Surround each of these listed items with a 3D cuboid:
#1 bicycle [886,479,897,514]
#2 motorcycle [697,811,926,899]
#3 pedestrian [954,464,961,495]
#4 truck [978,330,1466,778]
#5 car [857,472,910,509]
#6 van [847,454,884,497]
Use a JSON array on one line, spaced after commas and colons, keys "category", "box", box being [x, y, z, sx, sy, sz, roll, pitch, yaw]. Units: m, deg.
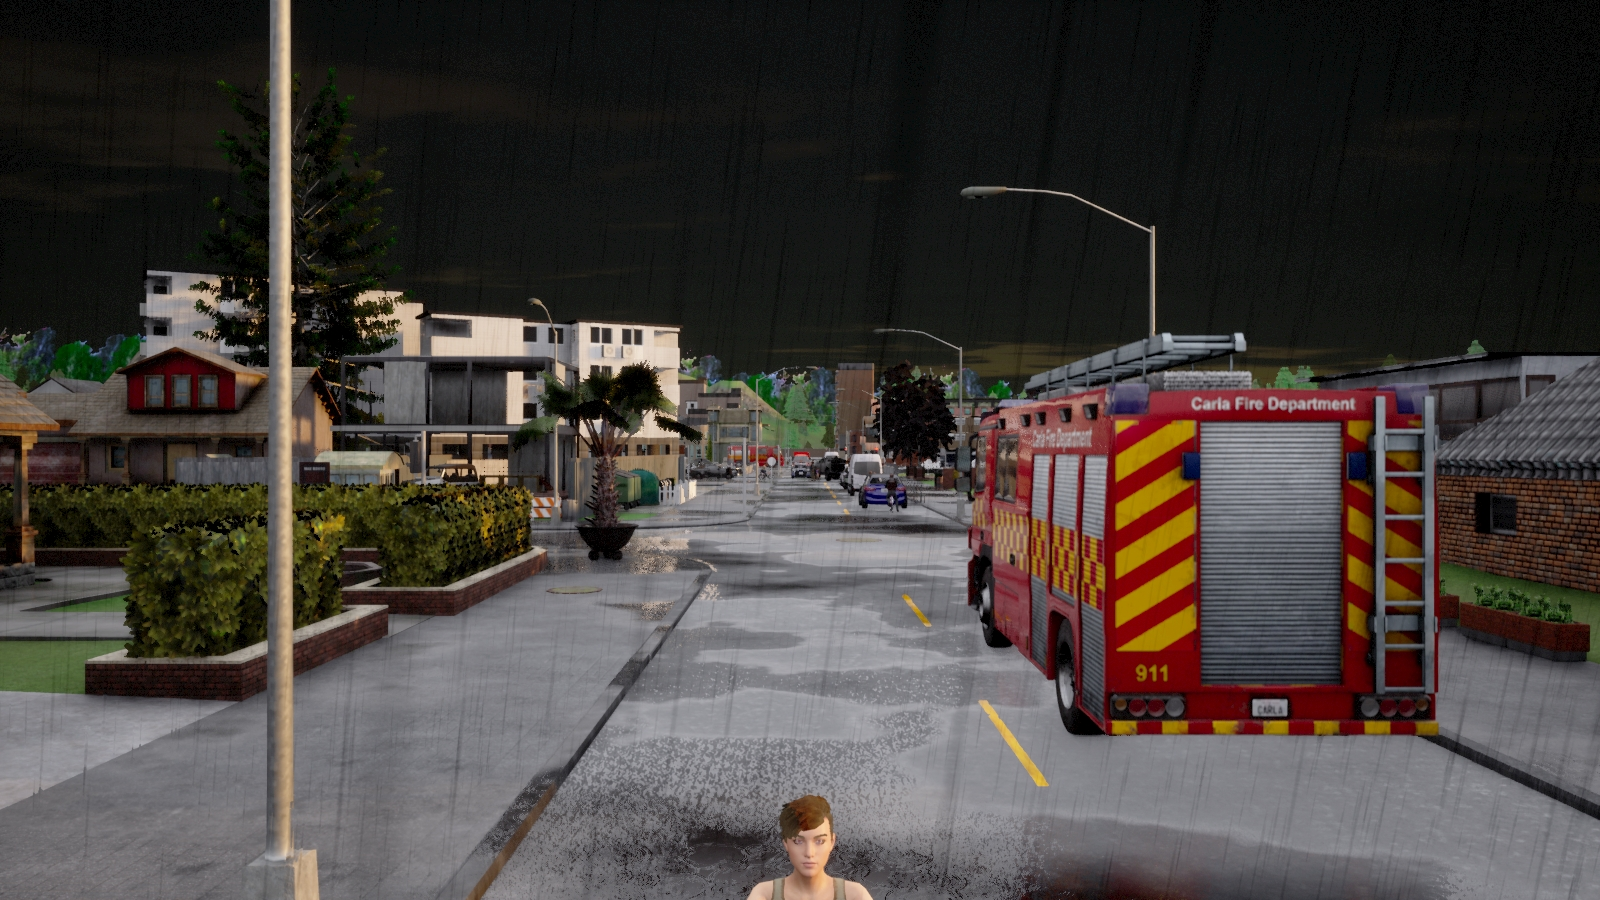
[{"category": "bicycle", "box": [4.077, 2.060, 50.936, 0.329, 1.471, 1.835, 0, 0, 0]}, {"category": "motorcycle", "box": [0.039, 2.155, 3.558, 0.764, 1.307, 2.356, 0, 0, 0]}, {"category": "pedestrian", "box": [9.293, 1.744, 67.455, 0.375, 1.860, 0.375, 0, 0, 0]}, {"category": "truck", "box": [4.261, 0.890, 13.995, 2.891, 3.827, 8.468, 0, 0, 0]}, {"category": "car", "box": [4.046, 1.967, 56.171, 2.242, 1.667, 4.611, 0, 0, 0]}, {"category": "van", "box": [4.045, 1.534, 71.355, 1.988, 2.561, 5.915, 0, 0, 0]}]
